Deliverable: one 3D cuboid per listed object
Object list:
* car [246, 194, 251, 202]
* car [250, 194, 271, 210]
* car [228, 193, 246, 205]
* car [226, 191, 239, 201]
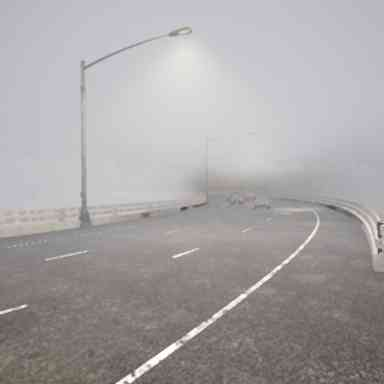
[{"bbox_3d":[11.307,1.043,64.699,2.128,1.511,4.902,0,0,0],"label":"car"},{"bbox_3d":[8.230,1.270,38.792,2.033,1.411,5.357,0,0,14],"label":"car"},{"bbox_3d":[6.836,1.267,50.314,1.895,1.301,4.718,0,0,8],"label":"car"},{"bbox_3d":[7.860,0.801,64.305,2.150,2.045,5.566,0,0,-2],"label":"car"}]
